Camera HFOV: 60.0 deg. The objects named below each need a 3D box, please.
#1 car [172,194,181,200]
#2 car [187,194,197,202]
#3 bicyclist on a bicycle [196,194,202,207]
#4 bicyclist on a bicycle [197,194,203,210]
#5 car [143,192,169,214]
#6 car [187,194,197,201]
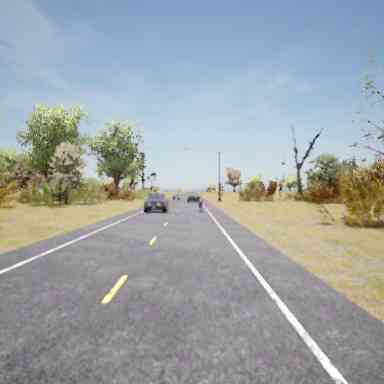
[{"bbox_3d":[-3.502,1.100,75.474,2.128,1.511,4.902,0,0,0],"label":"car"},{"bbox_3d":[0.035,1.215,63.735,1.837,1.490,4.892,0,0,1],"label":"car"},{"bbox_3d":[0.961,1.167,45.820,0.659,1.776,1.843,0,0,0],"label":"bicyclist on a bicycle"},{"bbox_3d":[0.962,1.297,35.578,0.582,1.620,1.656,0,0,0],"label":"bicyclist on a bicycle"},{"bbox_3d":[-3.594,1.071,34.168,2.150,2.045,5.566,0,0,0],"label":"car"},{"bbox_3d":[-0.002,1.188,76.750,2.033,1.411,5.357,0,0,0],"label":"car"}]
